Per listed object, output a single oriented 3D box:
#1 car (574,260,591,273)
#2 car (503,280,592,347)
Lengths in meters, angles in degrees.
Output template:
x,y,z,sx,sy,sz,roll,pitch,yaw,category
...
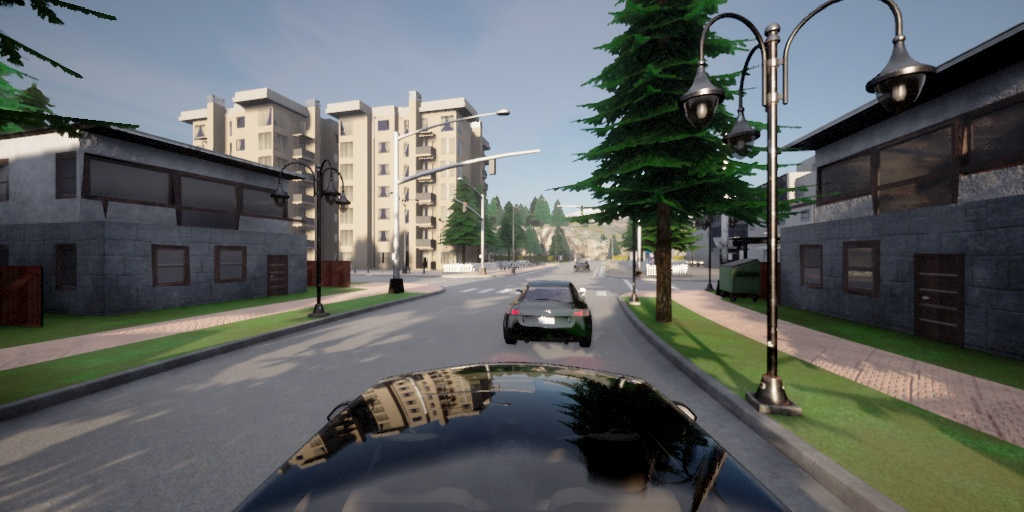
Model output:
x,y,z,sx,sy,sz,roll,pitch,yaw,category
8.793,1.267,44.941,2.128,1.511,4.902,0,0,14,car
1.007,1.312,9.410,1.994,1.385,4.181,0,0,8,car
